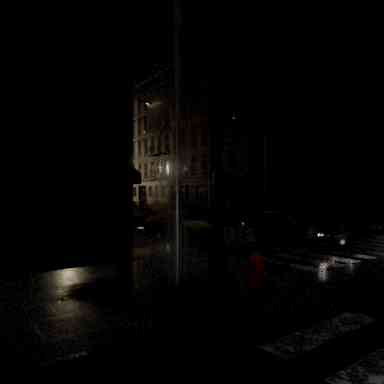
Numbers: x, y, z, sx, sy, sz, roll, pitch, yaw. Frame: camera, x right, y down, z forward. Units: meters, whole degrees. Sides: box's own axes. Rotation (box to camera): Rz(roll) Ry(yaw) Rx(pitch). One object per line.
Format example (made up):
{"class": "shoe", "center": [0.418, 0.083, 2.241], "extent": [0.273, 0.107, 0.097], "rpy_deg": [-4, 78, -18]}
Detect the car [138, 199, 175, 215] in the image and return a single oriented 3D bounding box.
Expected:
{"class": "car", "center": [-3.784, 1.528, 34.893], "extent": [1.752, 1.417, 4.829], "rpy_deg": [0, 0, -35]}

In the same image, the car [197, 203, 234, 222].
{"class": "car", "center": [2.595, 1.577, 25.937], "extent": [1.802, 1.307, 4.206], "rpy_deg": [0, 0, -35]}

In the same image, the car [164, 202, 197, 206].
{"class": "car", "center": [-0.545, 1.565, 30.345], "extent": [1.947, 1.339, 4.313], "rpy_deg": [0, 0, -35]}

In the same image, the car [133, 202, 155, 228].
{"class": "car", "center": [-3.947, 1.584, 21.289], "extent": [2.008, 1.369, 4.403], "rpy_deg": [0, 0, -35]}

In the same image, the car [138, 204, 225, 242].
{"class": "car", "center": [-0.708, 1.554, 16.741], "extent": [1.752, 1.417, 4.829], "rpy_deg": [0, 0, -35]}

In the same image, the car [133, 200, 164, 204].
{"class": "car", "center": [-4.609, 1.517, 26.590], "extent": [2.128, 1.511, 4.902], "rpy_deg": [0, 0, -35]}

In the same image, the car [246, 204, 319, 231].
{"class": "car", "center": [5.735, 1.557, 21.528], "extent": [1.947, 1.339, 4.313], "rpy_deg": [0, 0, -35]}

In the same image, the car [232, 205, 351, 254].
{"class": "car", "center": [4.112, 1.505, 13.885], "extent": [2.128, 1.511, 4.902], "rpy_deg": [0, 0, -30]}
